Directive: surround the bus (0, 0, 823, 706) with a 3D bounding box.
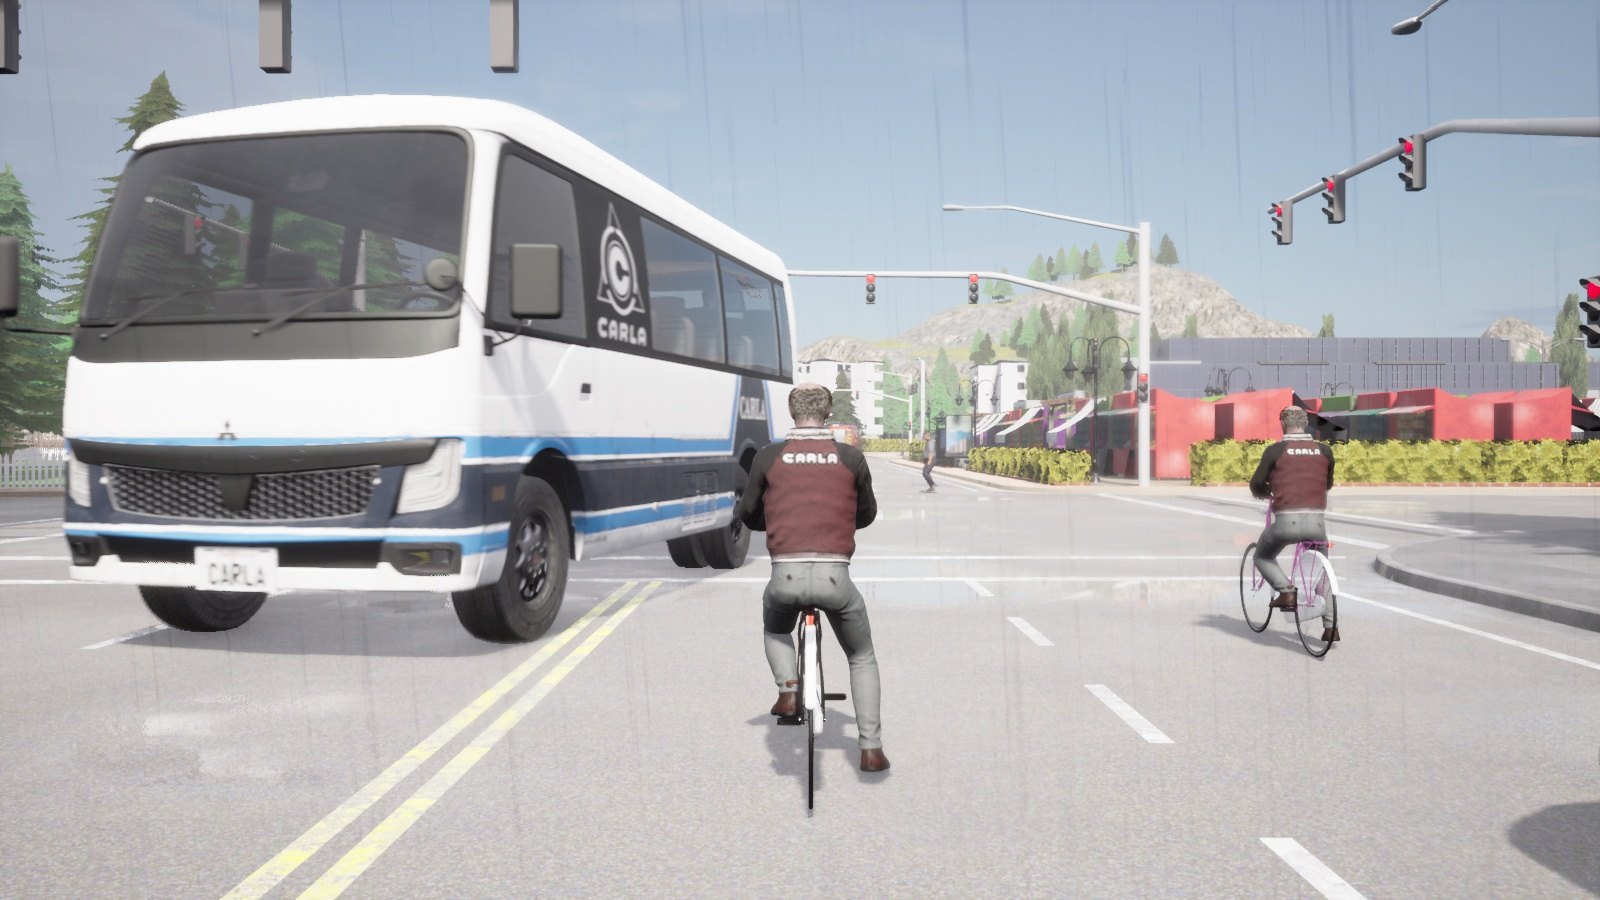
[{"bbox_3d":[-2.777,-0.704,12.591,3.944,4.253,10.273,0,0,13],"label":"bus"}]

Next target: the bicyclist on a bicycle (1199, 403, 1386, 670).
[{"bbox_3d":[3.564,0.568,9.269,0.659,1.776,1.843,0,1,0],"label":"bicyclist on a bicycle"}]

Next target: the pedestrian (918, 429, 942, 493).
[{"bbox_3d":[3.803,0.311,36.741,0.694,1.848,0.540,0,0,4],"label":"pedestrian"}]

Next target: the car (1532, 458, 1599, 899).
[{"bbox_3d":[3.526,0.763,2.164,1.812,1.442,4.674,0,0,0],"label":"car"}]

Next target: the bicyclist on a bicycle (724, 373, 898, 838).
[{"bbox_3d":[0.046,0.585,5.708,0.659,1.776,1.843,0,1,0],"label":"bicyclist on a bicycle"}]
